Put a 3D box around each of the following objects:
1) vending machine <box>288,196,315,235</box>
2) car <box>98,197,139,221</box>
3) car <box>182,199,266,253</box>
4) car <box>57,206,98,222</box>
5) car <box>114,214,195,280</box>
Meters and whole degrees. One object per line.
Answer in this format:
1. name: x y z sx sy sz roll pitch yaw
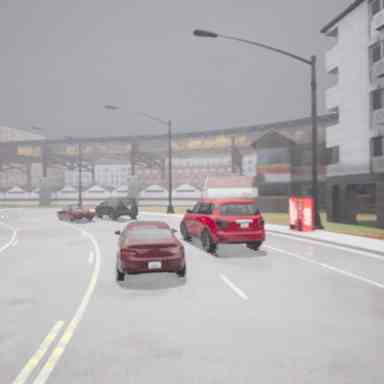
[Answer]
1. vending machine: 6.105 1.277 18.573 1.100 2.100 0.880 0 0 -19
2. car: -6.925 1.487 30.455 2.150 2.045 5.566 0 -1 -37
3. car: 1.135 1.315 14.534 2.150 2.045 5.566 0 0 -16
4. car: -10.220 1.882 29.010 1.895 1.301 4.718 0 -1 -38
5. car: -1.374 1.608 10.234 1.812 1.442 4.674 0 0 -12
